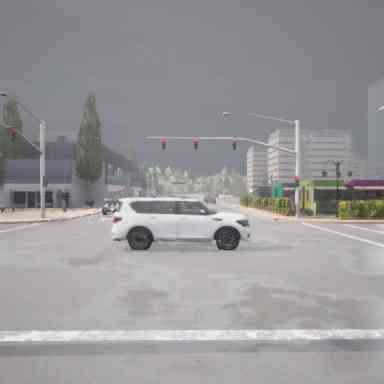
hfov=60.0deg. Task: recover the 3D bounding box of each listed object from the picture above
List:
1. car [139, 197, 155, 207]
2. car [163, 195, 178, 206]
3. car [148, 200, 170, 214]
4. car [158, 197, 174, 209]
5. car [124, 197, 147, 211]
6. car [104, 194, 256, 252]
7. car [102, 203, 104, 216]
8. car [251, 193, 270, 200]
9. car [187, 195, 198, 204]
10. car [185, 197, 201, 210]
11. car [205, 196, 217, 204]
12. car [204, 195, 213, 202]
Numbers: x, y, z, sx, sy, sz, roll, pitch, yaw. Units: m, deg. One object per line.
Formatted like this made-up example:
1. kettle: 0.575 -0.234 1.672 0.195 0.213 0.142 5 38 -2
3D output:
1. car: -7.051 1.564 52.253 1.994 1.385 4.181 0 0 0
2. car: -3.542 1.352 55.925 2.097 1.767 4.553 0 0 0
3. car: -3.573 1.601 36.747 1.895 1.301 4.718 0 0 0
4. car: -3.564 1.505 46.061 1.837 1.490 4.892 0 0 0
5. car: -7.068 1.491 42.296 2.128 1.511 4.902 0 0 0
6. car: -0.428 1.222 13.504 5.566 2.045 2.150 0 0 0
7. car: -7.089 1.221 32.408 2.150 2.045 5.566 0 0 1
8. car: 17.833 1.153 86.775 4.605 1.855 1.932 0 0 -1
9. car: 0.086 1.492 67.423 2.128 1.511 4.902 0 0 1
10. car: 0.147 1.477 43.155 1.882 1.535 5.008 0 0 0
11. car: 3.547 1.491 63.618 2.128 1.511 4.902 0 0 0
12. car: 3.555 1.397 73.893 1.812 1.442 4.674 0 0 0
